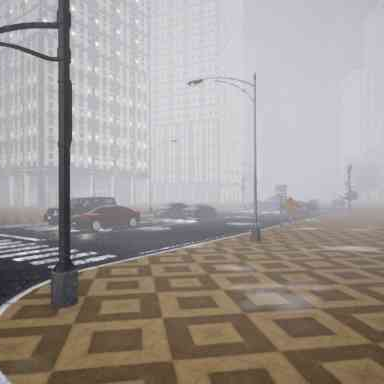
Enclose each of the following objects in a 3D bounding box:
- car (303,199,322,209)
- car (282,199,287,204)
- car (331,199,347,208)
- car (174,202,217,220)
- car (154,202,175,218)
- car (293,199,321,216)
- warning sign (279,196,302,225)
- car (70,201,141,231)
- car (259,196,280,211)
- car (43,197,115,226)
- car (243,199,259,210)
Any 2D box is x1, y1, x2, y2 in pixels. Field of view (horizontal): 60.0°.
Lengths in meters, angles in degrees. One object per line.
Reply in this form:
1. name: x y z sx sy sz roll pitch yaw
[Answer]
1. car: 19.159 1.857 52.751 1.837 1.490 4.892 0 0 31
2. car: 13.892 1.821 44.316 1.812 1.442 4.674 0 -1 34
3. car: 24.206 1.838 54.744 1.882 1.535 5.008 0 -1 31
4. car: 0.633 1.758 30.698 1.994 1.385 4.181 0 -1 34
5. car: -1.802 1.737 32.888 1.812 1.442 4.674 0 -1 34
6. car: 12.235 1.779 35.808 2.033 1.411 5.357 0 -1 34
7. warning sign: 6.811 1.250 22.975 1.300 1.860 1.060 0 0 34
8. car: -5.531 1.602 21.687 1.882 1.535 5.008 0 -1 34
9. car: 11.936 1.542 47.418 2.150 2.045 5.566 0 -1 33
10. car: -7.805 1.365 24.119 2.150 2.045 5.566 0 -1 34
11. car: 9.251 1.826 49.254 2.128 1.511 4.902 0 -1 33
